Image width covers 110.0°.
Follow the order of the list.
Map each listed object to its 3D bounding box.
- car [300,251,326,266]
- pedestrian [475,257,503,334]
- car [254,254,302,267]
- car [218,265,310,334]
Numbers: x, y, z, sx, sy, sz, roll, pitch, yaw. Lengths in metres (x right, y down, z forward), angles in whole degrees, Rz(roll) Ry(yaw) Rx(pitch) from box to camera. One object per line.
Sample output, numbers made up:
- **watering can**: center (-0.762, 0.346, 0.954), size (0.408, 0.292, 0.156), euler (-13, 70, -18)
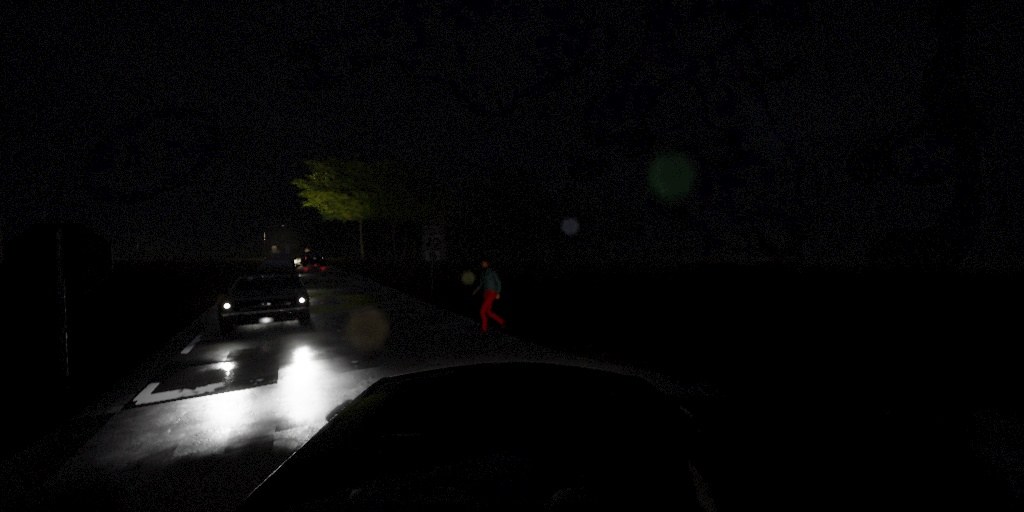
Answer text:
- **car**: center (-22.214, 0.226, 40.177), size (2.097, 1.767, 4.553), euler (-1, 2, -31)
- **pedestrian**: center (-0.536, 0.852, 8.303), size (0.375, 1.860, 0.375), euler (-1, 2, -32)
- **car**: center (-12.326, 0.839, 18.873), size (1.812, 1.442, 4.674), euler (-1, 2, -32)
- **car**: center (-6.880, 1.132, 10.191), size (1.895, 1.301, 4.718), euler (-1, 2, -32)
